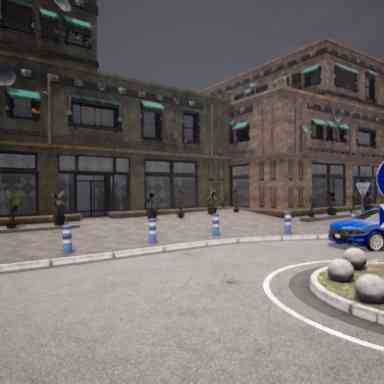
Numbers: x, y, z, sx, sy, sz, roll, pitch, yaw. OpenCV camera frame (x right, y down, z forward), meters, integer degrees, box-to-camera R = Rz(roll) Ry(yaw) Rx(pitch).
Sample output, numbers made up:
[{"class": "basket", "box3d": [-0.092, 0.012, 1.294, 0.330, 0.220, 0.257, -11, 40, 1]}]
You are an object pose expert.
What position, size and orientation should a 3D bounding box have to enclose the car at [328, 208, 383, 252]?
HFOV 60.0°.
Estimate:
[{"class": "car", "box3d": [7.797, 1.341, 13.175, 5.008, 1.535, 1.882, -1, 0, -18]}]
